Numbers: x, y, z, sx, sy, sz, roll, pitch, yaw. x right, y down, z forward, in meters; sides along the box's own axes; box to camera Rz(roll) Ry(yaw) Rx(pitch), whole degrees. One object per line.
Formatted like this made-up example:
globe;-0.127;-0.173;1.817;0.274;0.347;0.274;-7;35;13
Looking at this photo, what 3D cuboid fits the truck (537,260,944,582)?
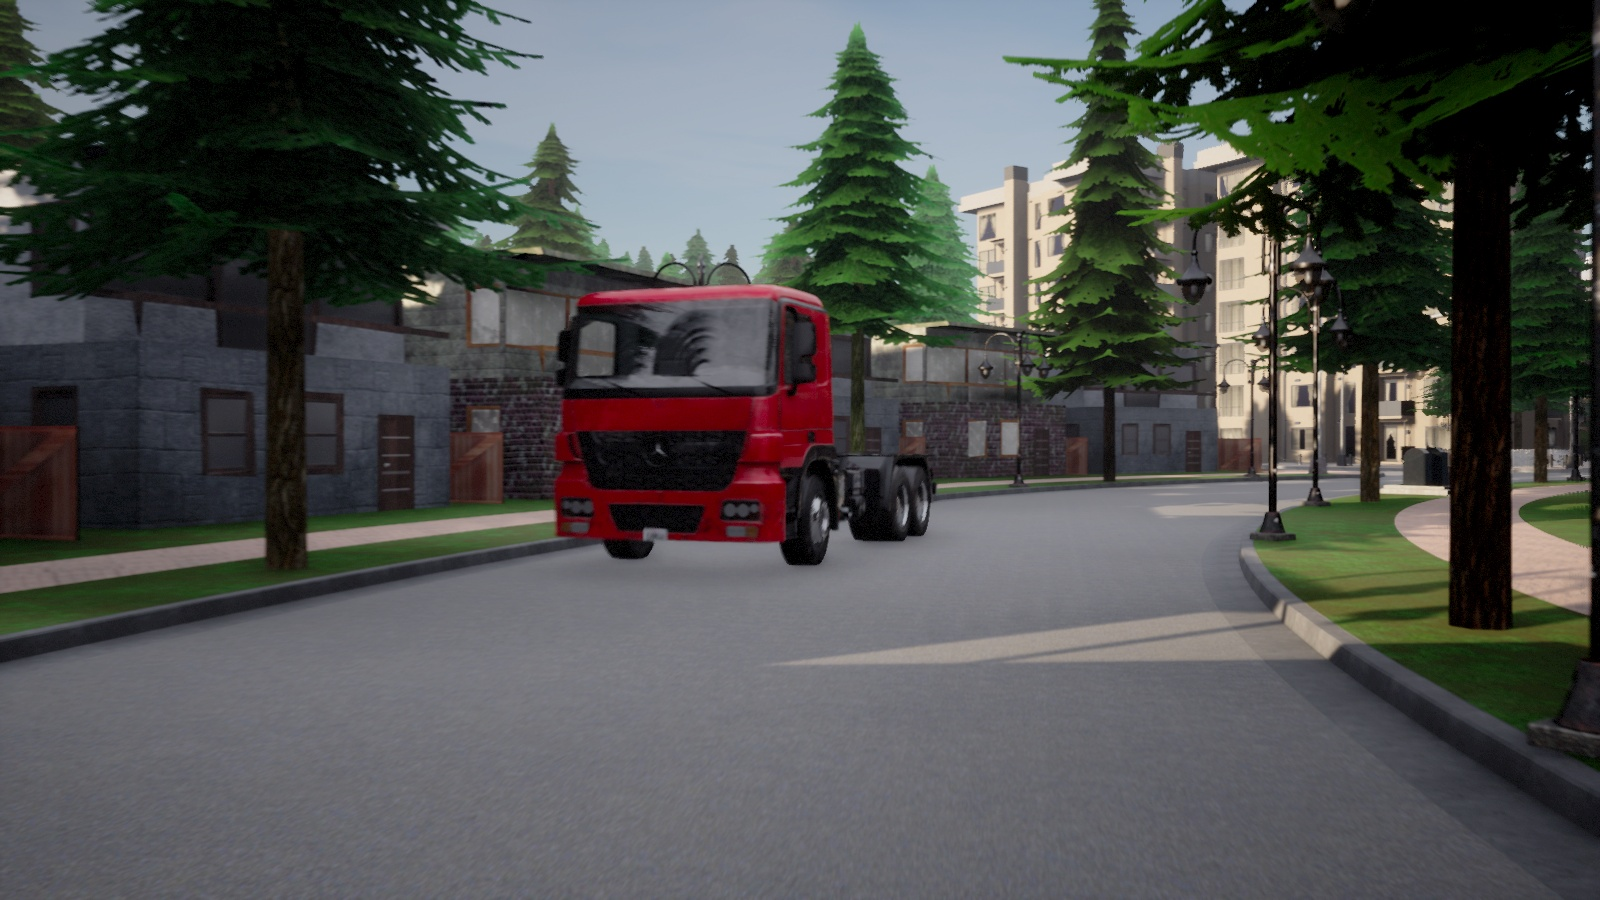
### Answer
truck;-0.315;-0.336;17.714;2.891;3.462;7.936;0;0;20
